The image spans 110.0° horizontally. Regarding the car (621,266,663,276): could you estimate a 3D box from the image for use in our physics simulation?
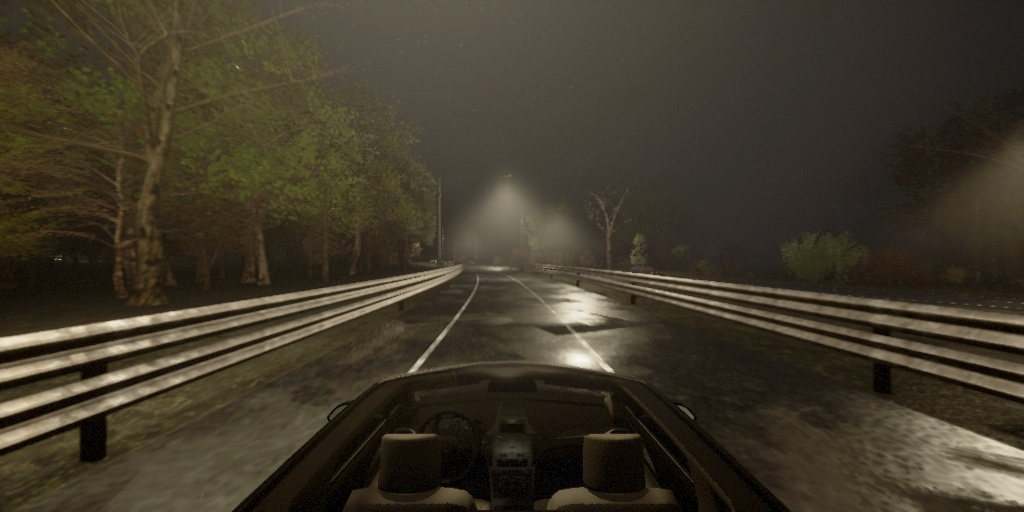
[{"bbox_3d":[15.020,1.864,41.908,2.033,1.411,5.357,0,0,-23],"label":"car"}]

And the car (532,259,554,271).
[{"bbox_3d":[5.494,1.611,63.975,2.150,2.045,5.566,0,0,-23],"label":"car"}]
